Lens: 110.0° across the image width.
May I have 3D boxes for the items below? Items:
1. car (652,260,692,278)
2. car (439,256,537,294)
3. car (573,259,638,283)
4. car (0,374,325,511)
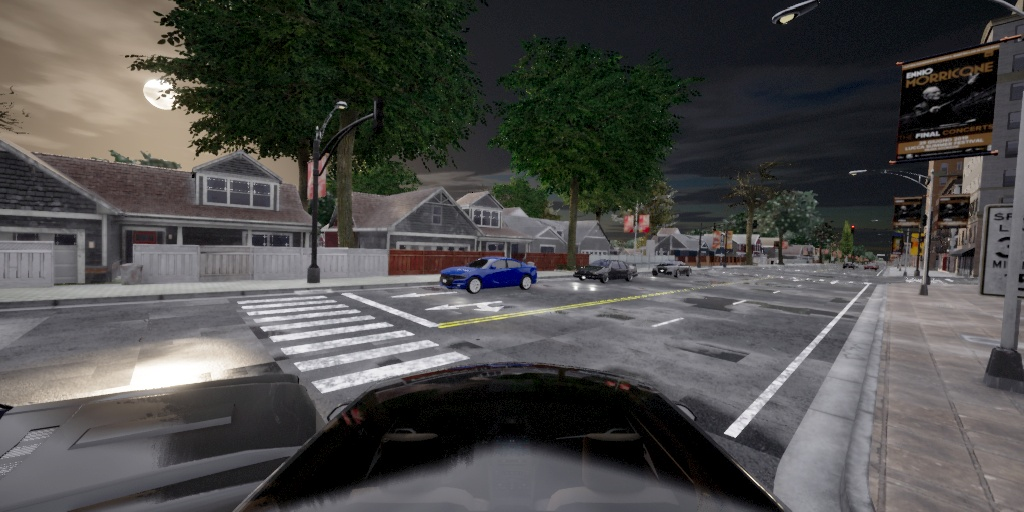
[{"bbox_3d":[13.536,1.026,30.271,4.181,1.385,1.994,1,2,-44],"label":"car"},{"bbox_3d":[-0.966,0.781,16.575,5.008,1.535,1.882,1,2,-43],"label":"car"},{"bbox_3d":[6.269,0.928,23.422,5.357,1.411,2.033,1,2,-43],"label":"car"},{"bbox_3d":[-3.317,1.274,1.413,4.718,1.301,1.895,1,2,-33],"label":"car"}]
